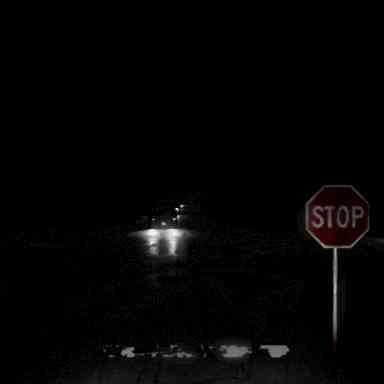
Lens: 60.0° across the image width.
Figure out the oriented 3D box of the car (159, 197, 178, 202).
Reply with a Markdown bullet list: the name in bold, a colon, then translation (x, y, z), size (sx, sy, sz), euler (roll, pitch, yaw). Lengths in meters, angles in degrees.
- **car**: translation (-2.808, 1.548, 35.130), size (1.837, 1.490, 4.892), euler (0, 0, 0)

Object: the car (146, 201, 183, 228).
- **car**: translation (-2.155, 1.561, 22.732), size (2.033, 1.411, 5.357), euler (0, 0, -10)

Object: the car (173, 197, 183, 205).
- **car**: translation (-2.675, 1.695, 65.097), size (1.837, 1.490, 4.892), euler (0, -1, 0)

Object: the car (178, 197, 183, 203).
- **car**: translation (-2.783, 1.645, 49.174), size (2.033, 1.411, 5.357), euler (0, 0, 0)
